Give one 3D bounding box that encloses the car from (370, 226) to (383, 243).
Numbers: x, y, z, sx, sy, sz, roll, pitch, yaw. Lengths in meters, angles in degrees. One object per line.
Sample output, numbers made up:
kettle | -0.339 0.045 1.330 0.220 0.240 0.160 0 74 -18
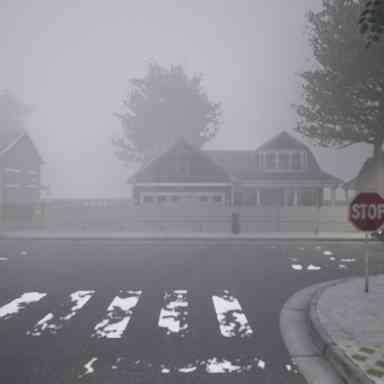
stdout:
car | 10.545 1.326 13.842 5.566 2.045 2.150 0 0 0
